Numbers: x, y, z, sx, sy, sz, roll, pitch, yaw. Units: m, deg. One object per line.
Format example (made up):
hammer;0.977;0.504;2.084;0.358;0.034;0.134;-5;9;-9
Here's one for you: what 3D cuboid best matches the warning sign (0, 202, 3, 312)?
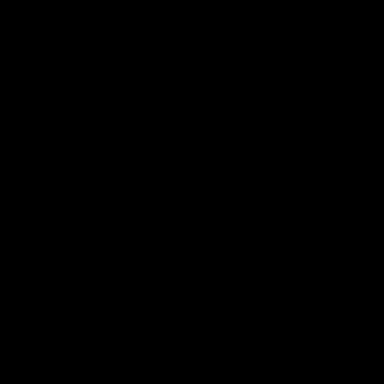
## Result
warning sign;-4.044;1.099;5.469;1.060;1.860;1.300;0;0;36
